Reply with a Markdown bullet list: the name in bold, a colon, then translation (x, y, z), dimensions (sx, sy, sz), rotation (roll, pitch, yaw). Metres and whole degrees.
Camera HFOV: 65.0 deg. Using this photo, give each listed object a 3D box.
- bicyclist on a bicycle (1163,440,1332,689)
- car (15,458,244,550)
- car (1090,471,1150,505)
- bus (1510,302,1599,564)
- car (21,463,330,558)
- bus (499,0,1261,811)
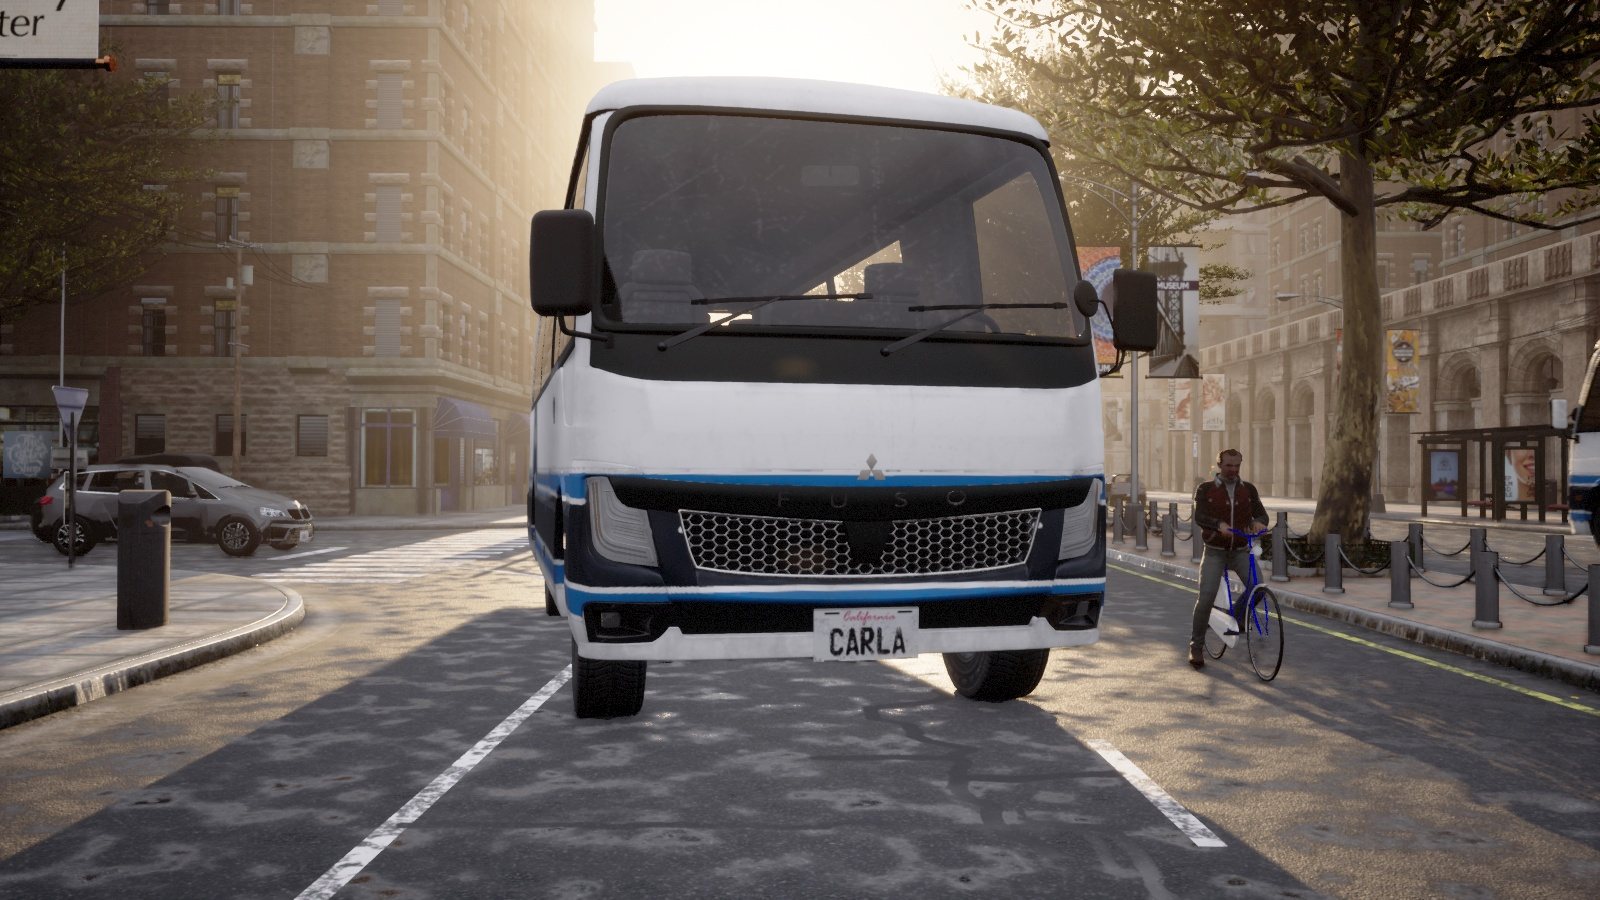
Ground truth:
- **bicyclist on a bicycle**: translation (3.475, 0.838, 9.929), dimensions (0.659, 1.776, 1.843), rotation (0, -1, 0)
- **car**: translation (-14.243, 1.117, 26.853), dimensions (3.866, 1.878, 1.905), rotation (0, -1, -3)
- **car**: translation (14.855, 1.749, 58.506), dimensions (1.845, 1.501, 3.633), rotation (0, -1, 0)
- **bus**: translation (14.951, -0.325, 17.735), dimensions (3.944, 4.253, 10.273), rotation (0, -1, 0)
- **car**: translation (-11.478, 1.096, 23.356), dimensions (4.611, 1.667, 2.242), rotation (0, -1, 0)
- **bus**: translation (-0.664, -0.370, 11.292), dimensions (3.944, 4.253, 10.273), rotation (0, -1, -14)
